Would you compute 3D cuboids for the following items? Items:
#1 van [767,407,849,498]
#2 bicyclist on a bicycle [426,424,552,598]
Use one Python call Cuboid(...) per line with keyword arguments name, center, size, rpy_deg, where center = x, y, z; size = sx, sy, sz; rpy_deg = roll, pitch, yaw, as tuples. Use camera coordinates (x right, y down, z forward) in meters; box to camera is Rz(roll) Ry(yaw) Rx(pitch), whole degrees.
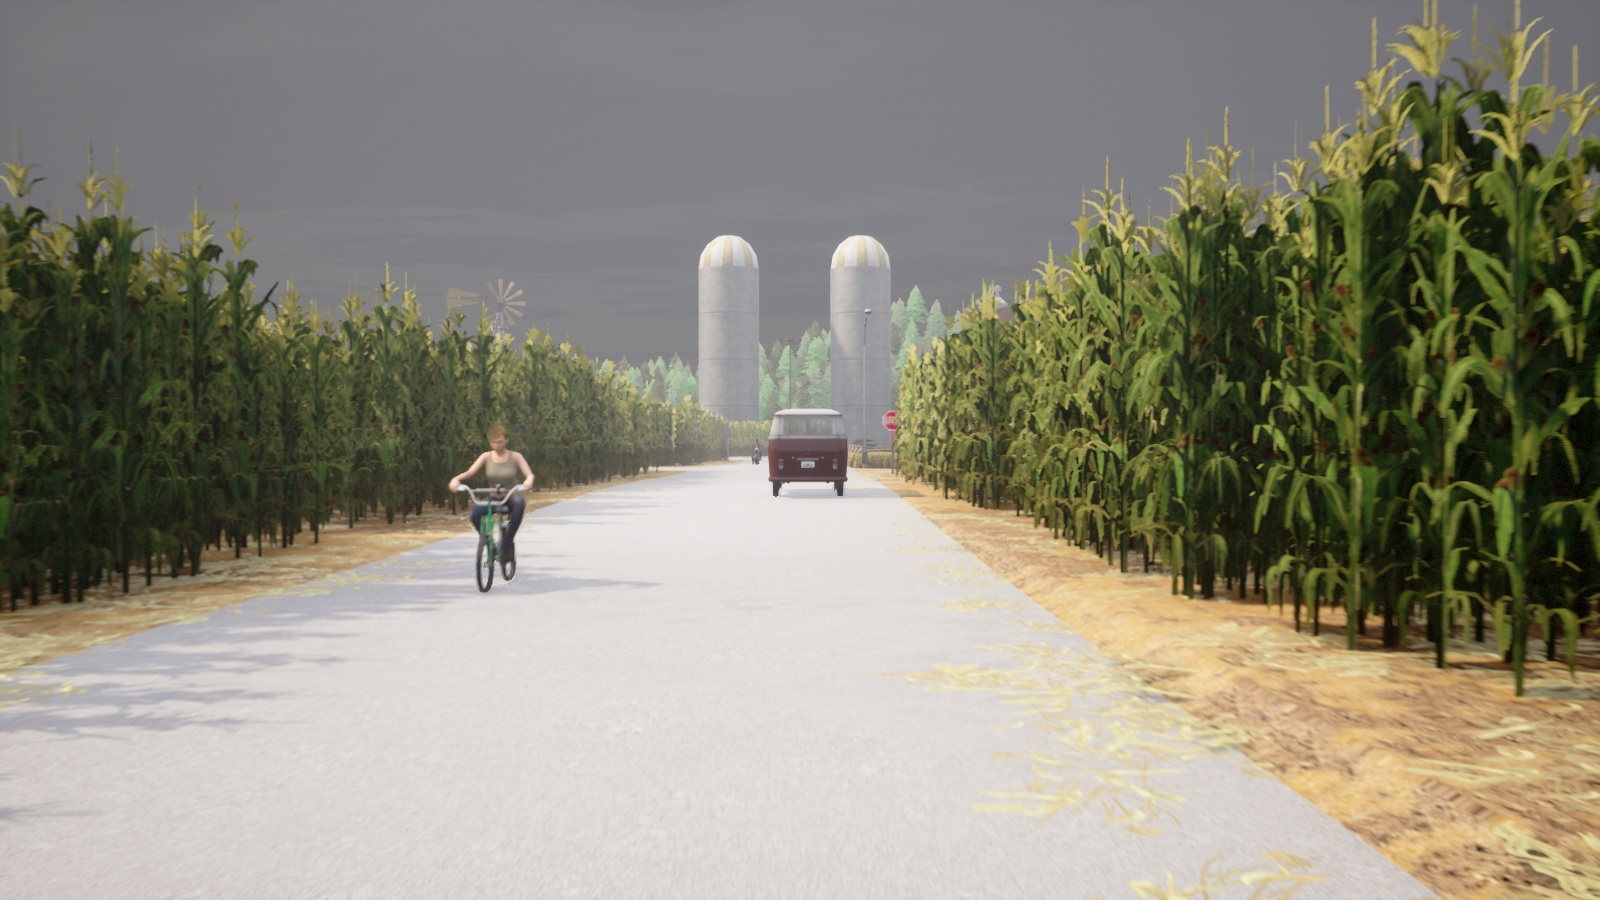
Cuboid(name="van", center=(0.187, 0.015, 29.666), size=(1.775, 1.987, 4.442), rpy_deg=(0, 1, 0))
Cuboid(name="bicyclist on a bicycle", center=(-3.024, 0.554, 12.368), size=(0.866, 1.612, 1.509), rpy_deg=(0, 1, 0))
